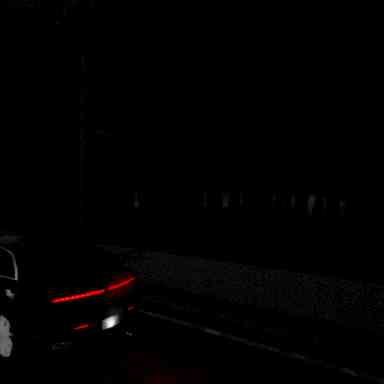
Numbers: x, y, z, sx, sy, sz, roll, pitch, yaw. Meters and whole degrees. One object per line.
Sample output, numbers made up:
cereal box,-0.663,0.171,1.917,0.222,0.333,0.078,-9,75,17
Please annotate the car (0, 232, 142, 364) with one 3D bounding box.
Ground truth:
car,-3.058,1.484,5.865,4.892,1.490,1.837,0,0,35
